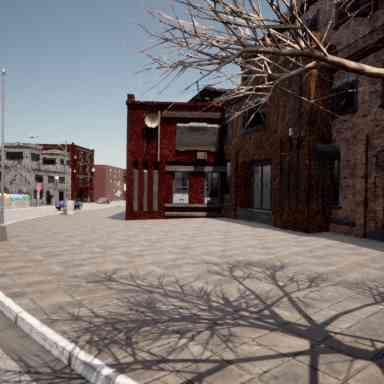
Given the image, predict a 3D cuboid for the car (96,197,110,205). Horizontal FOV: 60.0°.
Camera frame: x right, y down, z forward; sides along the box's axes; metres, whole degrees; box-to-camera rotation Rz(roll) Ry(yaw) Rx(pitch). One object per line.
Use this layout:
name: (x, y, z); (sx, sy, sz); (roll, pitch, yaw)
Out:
car: (-18.413, 1.857, 68.960); (1.812, 1.442, 4.674); (1, 0, 3)

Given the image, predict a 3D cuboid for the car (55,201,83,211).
car: (-16.275, 1.793, 44.340); (1.895, 1.301, 4.718); (1, 0, 3)
